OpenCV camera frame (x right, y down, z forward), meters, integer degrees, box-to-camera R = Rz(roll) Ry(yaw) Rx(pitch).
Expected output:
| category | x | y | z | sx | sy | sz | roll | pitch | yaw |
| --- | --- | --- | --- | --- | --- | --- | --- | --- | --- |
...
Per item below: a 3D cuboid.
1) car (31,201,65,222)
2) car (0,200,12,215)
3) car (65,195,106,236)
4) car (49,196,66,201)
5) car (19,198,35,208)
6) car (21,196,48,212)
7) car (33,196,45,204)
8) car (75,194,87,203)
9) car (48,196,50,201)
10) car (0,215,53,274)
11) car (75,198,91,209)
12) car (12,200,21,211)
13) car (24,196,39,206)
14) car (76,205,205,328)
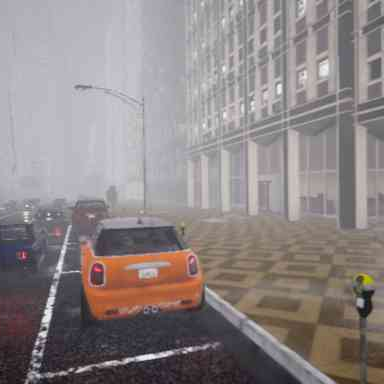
| category | x | y | z | sx | sy | sz | roll | pitch | yaw |
| --- | --- | --- | --- | --- | --- | --- | --- | --- | --- |
| car | -10.875 | 1.630 | 25.723 | 1.895 | 1.301 | 4.718 | -1 | 0 | -19 |
| car | -19.169 | 1.686 | 32.033 | 2.008 | 1.369 | 4.403 | -2 | 1 | -19 |
| car | -5.716 | 1.297 | 18.622 | 2.192 | 1.841 | 5.009 | -2 | 1 | -19 |
| car | -16.470 | 1.536 | 41.727 | 1.837 | 1.490 | 4.892 | -1 | 0 | -19 |
| car | -26.546 | 1.717 | 53.537 | 1.802 | 1.307 | 4.206 | -2 | 1 | -19 |
| car | -19.544 | 1.597 | 41.413 | 1.837 | 1.490 | 4.892 | -1 | 0 | -19 |
| car | -32.026 | 1.659 | 69.504 | 1.752 | 1.417 | 4.829 | -2 | 1 | -19 |
| car | -24.162 | 1.296 | 72.382 | 2.192 | 1.841 | 5.009 | -2 | 1 | -19 |
| car | -35.770 | 1.698 | 80.417 | 1.947 | 1.339 | 4.313 | -2 | 1 | -19 |
| car | -5.573 | 1.630 | 10.265 | 1.895 | 1.301 | 4.718 | -1 | 0 | -19 |
| car | -14.932 | 1.533 | 45.504 | 2.008 | 1.369 | 4.403 | -2 | 1 | -19 |
| car | -22.858 | 1.686 | 42.784 | 2.008 | 1.369 | 4.403 | -2 | 1 | -19 |
| car | -28.395 | 1.575 | 58.911 | 1.967 | 1.590 | 4.097 | -2 | 1 | -19 |
| car | -1.395 | 1.327 | 7.364 | 2.097 | 1.767 | 4.553 | -1 | 0 | -19 |
